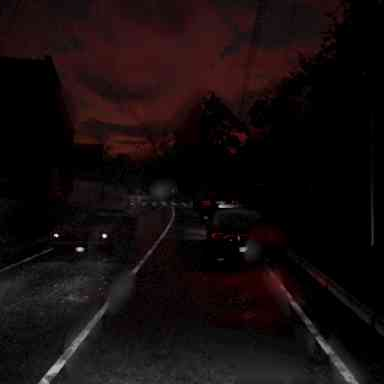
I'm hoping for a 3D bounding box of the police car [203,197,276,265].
[{"bbox_3d":[1.406,1.177,10.935,1.930,1.638,5.238,0,1,2],"label":"police car"}]

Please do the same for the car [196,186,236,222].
[{"bbox_3d":[1.569,0.715,20.998,2.150,2.045,5.566,0,2,-1],"label":"car"}]

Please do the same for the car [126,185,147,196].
[{"bbox_3d":[-9.178,-0.261,52.675,2.128,1.511,4.902,0,3,-21],"label":"car"}]

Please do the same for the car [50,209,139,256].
[{"bbox_3d":[-3.260,1.328,12.013,1.895,1.301,4.718,0,1,1],"label":"car"}]

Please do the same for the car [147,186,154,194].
[{"bbox_3d":[-7.522,-0.417,58.262,2.033,1.411,5.357,1,3,-24],"label":"car"}]

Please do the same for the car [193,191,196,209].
[{"bbox_3d":[1.311,0.539,27.157,2.150,2.045,5.566,0,2,-4],"label":"car"}]

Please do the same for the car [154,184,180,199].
[{"bbox_3d":[-3.315,-0.135,46.012,2.150,2.045,5.566,0,2,-17],"label":"car"}]
